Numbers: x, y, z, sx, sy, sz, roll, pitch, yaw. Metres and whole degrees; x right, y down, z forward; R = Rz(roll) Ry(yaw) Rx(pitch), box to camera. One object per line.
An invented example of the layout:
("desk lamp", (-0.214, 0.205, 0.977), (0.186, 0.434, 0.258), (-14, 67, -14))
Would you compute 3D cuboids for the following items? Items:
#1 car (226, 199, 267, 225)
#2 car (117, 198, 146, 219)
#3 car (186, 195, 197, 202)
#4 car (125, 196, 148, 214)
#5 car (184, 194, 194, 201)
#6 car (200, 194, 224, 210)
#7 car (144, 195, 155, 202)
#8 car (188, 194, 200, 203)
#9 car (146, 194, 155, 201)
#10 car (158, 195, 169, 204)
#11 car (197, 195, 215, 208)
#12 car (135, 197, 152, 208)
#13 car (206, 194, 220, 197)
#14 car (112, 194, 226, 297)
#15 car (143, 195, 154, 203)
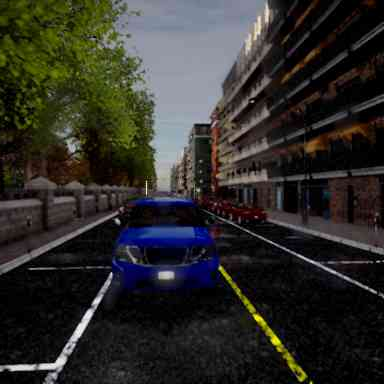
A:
("car", (3.839, 1.431, 23.136), (1.887, 1.381, 4.507), (0, 0, -5))
("car", (-5.006, 1.312, 28.005), (1.967, 1.590, 4.097), (0, 0, -5))
("car", (-0.133, 1.272, 68.003), (1.947, 1.339, 4.313), (0, 0, -5))
("car", (-5.503, 1.289, 33.612), (1.967, 1.590, 4.097), (0, 0, -5))
("car", (-0.645, 1.212, 73.781), (1.752, 1.417, 4.829), (0, 0, -5))
("car", (2.348, 1.130, 39.959), (2.192, 1.841, 5.009), (0, 0, -5))
("car", (-8.480, 1.267, 67.263), (2.008, 1.369, 4.403), (0, 0, -5))
("car", (0.363, 1.167, 62.393), (1.967, 1.590, 4.097), (0, 0, -5))
("car", (-8.962, 1.223, 72.702), (1.752, 1.417, 4.829), (0, 0, -5))
("car", (-4.844, 1.259, 56.702), (1.837, 1.490, 4.892), (0, 0, -5))
("car", (1.853, 1.232, 45.569), (1.967, 1.590, 4.097), (0, 0, -5))
("car", (-6.495, 1.353, 44.830), (2.008, 1.369, 4.403), (0, 0, -5))
("car", (2.846, 1.279, 34.352), (1.967, 1.590, 4.097), (0, 0, -5))
("car", (-0.712, 1.177, 8.908), (2.150, 2.045, 5.566), (0, 0, -5))
("car", (-7.969, 1.262, 61.485), (1.752, 1.417, 4.829), (0, 0, -5))
